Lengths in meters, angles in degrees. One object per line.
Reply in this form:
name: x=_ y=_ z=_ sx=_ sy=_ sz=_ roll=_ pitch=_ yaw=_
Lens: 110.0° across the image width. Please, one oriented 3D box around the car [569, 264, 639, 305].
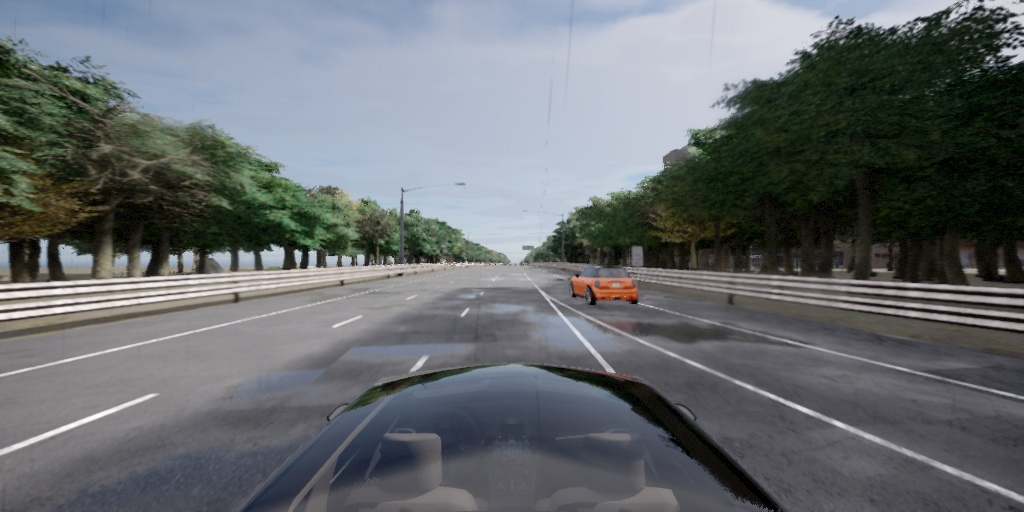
car: x=4.160 y=1.239 z=16.970 sx=2.097 sy=1.767 sz=4.553 roll=0 pitch=0 yaw=-4
